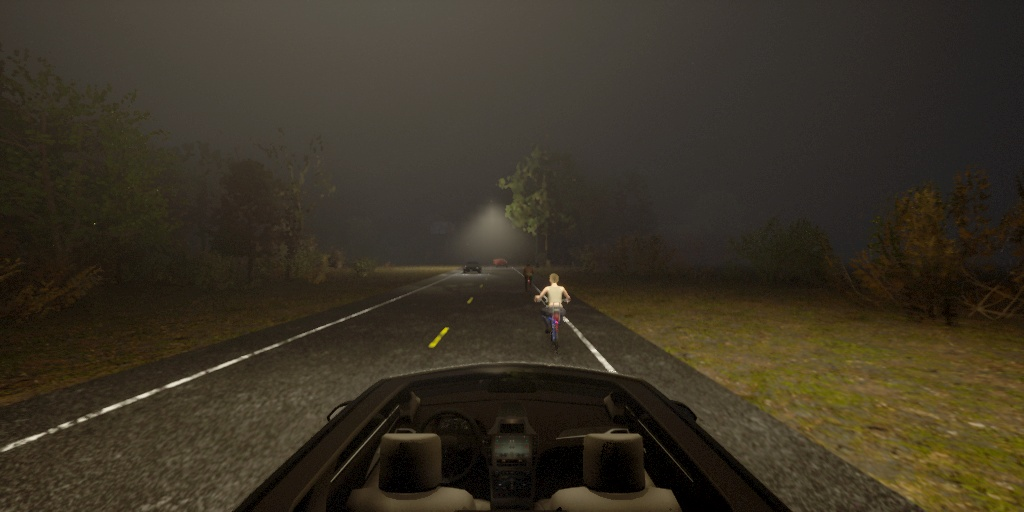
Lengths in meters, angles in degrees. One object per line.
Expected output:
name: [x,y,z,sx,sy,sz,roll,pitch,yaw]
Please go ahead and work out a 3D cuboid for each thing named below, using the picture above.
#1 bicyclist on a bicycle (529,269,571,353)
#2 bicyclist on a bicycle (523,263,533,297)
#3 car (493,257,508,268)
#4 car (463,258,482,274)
bicyclist on a bicycle: [0.904,1.185,7.830,0.866,1.612,1.509,0,0,0]
bicyclist on a bicycle: [0.801,1.195,17.542,0.582,1.620,1.656,0,0,-1]
car: [-1.794,1.215,61.283,1.812,1.442,4.674,0,0,-4]
car: [-4.413,1.247,40.101,1.812,1.442,4.674,0,0,-2]
